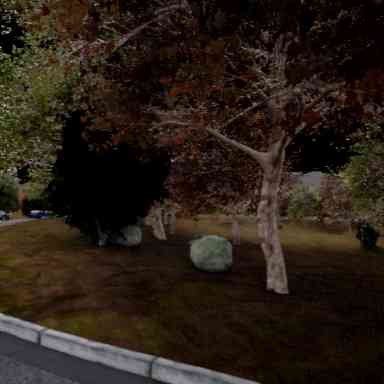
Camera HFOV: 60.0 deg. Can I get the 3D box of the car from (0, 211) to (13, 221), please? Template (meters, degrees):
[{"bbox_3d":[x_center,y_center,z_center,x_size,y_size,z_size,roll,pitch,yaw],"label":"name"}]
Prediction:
[{"bbox_3d":[-26.891,3.350,46.823,2.033,1.411,5.357,-1,-4,-13],"label":"car"}]

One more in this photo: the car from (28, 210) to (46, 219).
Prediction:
[{"bbox_3d":[-24.918,3.693,53.648,1.882,1.535,5.008,-1,-4,-14],"label":"car"}]
